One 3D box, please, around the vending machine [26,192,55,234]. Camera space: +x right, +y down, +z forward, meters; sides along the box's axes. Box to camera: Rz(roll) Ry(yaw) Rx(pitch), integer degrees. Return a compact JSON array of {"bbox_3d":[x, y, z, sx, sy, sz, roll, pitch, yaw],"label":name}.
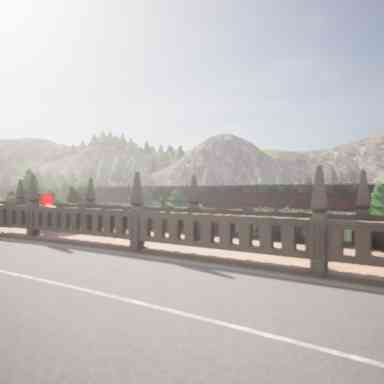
[{"bbox_3d":[-8.044,1.075,17.640,0.880,2.100,1.100,0,0,27],"label":"vending machine"}]
